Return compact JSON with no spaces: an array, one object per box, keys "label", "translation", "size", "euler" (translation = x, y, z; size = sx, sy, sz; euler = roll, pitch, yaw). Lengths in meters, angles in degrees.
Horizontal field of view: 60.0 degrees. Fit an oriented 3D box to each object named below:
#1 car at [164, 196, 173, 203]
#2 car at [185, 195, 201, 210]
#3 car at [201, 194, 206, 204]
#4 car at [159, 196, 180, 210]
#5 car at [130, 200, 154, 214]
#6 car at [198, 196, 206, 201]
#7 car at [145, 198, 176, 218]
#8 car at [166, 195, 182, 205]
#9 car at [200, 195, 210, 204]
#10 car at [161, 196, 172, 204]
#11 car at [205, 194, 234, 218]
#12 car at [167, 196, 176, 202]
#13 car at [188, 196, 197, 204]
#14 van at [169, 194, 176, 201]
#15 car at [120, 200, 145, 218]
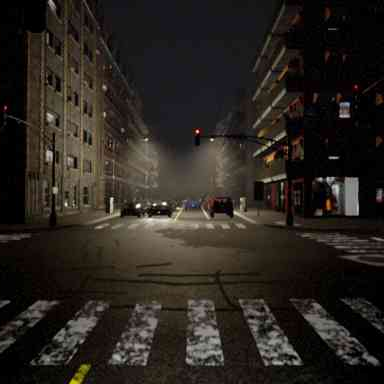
[{"label":"car","translation":[-5.235,1.645,74.488],"size":[1.752,1.417,4.829],"euler":[1,0,0]},{"label":"car","translation":[0.143,1.486,43.211],"size":[1.882,1.535,5.008],"euler":[0,0,0]},{"label":"car","translation":[2.621,1.321,41.326],"size":[2.192,1.841,5.009],"euler":[1,0,0]},{"label":"car","translation":[-2.796,1.510,39.308],"size":[1.837,1.490,4.892],"euler":[0,0,0]},{"label":"car","translation":[-5.267,1.568,35.724],"size":[1.947,1.339,4.313],"euler":[1,0,0]},{"label":"car","translation":[2.660,1.782,91.375],"size":[1.947,1.339,4.313],"euler":[1,0,0]},{"label":"car","translation":[-2.812,1.565,30.428],"size":[1.994,1.385,4.181],"euler":[0,0,0]},{"label":"car","translation":[-2.734,1.584,49.242],"size":[1.994,1.385,4.181],"euler":[0,0,1]},{"label":"car","translation":[2.641,1.532,69.124],"size":[1.967,1.590,4.097],"euler":[1,0,0]},{"label":"car","translation":[-5.240,1.643,69.096],"size":[2.008,1.369,4.403],"euler":[1,0,0]},{"label":"car","translation":[2.613,1.316,30.201],"size":[2.192,1.841,5.009],"euler":[1,0,0]},{"label":"car","translation":[-5.225,1.734,85.786],"size":[2.008,1.369,4.403],"euler":[1,0,0]},{"label":"car","translation":[0.133,1.566,68.398],"size":[1.882,1.535,5.008],"euler":[0,0,0]},{"label":"van","translation":[-5.217,1.557,91.351],"size":[1.690,1.788,3.998],"euler":[1,0,0]},{"label":"car","translation":[-5.272,1.567,30.163],"size":[1.947,1.339,4.313],"euler":[1,0,0]}]
